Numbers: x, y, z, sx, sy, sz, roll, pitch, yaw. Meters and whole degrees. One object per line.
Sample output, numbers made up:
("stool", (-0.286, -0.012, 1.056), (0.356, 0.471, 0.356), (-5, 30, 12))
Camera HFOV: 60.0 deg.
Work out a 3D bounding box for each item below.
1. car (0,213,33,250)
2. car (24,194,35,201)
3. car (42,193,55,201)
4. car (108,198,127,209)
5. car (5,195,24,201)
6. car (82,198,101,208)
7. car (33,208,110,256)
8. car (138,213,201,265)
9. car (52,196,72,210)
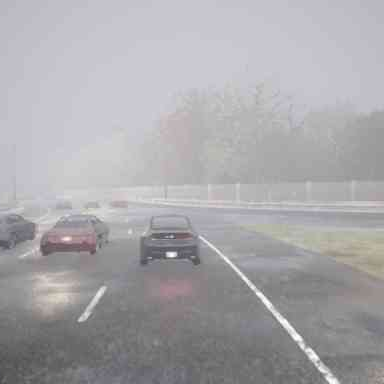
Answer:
("car", (-8.196, 1.593, 14.329), (1.994, 1.385, 4.181), (0, 0, -8))
("car", (-40.343, 1.310, 81.380), (4.553, 1.767, 2.097), (0, 0, 39))
("car", (-36.128, 1.164, 83.946), (2.150, 2.045, 5.566), (0, 0, -35))
("car", (-10.362, 1.511, 46.283), (1.882, 1.535, 5.008), (0, 0, -24))
("car", (-42.708, 1.489, 78.799), (4.902, 1.511, 2.128), (0, 0, 39))
("car", (-13.752, 1.572, 45.295), (1.812, 1.442, 4.674), (0, 0, -24))
("car", (-4.524, 1.579, 13.396), (1.994, 1.385, 4.181), (0, 0, -7))
("car", (-0.823, 1.507, 11.726), (1.837, 1.490, 4.892), (0, 0, -6))
("car", (-17.392, 1.623, 44.848), (1.994, 1.385, 4.181), (0, 0, -25))
